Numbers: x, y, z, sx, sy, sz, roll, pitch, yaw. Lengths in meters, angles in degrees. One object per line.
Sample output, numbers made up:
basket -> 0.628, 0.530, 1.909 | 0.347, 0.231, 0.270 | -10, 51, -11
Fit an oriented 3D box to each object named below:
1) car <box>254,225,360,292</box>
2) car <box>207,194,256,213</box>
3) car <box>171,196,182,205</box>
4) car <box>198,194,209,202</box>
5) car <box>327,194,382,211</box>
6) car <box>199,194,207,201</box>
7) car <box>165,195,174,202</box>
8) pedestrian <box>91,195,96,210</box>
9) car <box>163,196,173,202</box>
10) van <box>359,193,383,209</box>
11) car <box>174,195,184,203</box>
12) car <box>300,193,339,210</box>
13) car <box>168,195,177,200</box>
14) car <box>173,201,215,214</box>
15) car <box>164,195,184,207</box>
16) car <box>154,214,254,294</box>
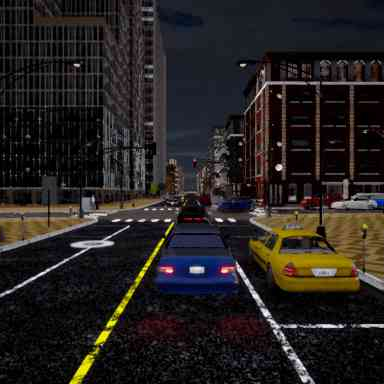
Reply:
car -> 2.565, 1.525, 8.764 | 1.752, 1.417, 4.829 | 0, 0, 0
car -> 4.323, 1.278, 35.040 | 4.553, 1.767, 2.097 | -1, 0, -18
car -> -2.810, 1.529, 60.881 | 1.812, 1.442, 4.674 | 0, 0, 0
car -> 2.573, 1.320, 74.597 | 2.192, 1.841, 5.009 | 0, 0, 0
car -> 17.789, 1.279, 36.530 | 4.674, 1.442, 1.812 | -1, 0, -1
car -> 2.571, 1.318, 63.411 | 2.192, 1.841, 5.009 | 0, 0, 0
car -> -5.307, 1.550, 80.190 | 1.887, 1.381, 4.507 | 0, 0, 0
pedestrian -> -12.343, 1.270, 41.603 | 0.375, 1.860, 0.375 | 0, 1, -1
car -> -5.307, 1.556, 74.597 | 2.008, 1.369, 4.403 | 0, 0, 0
van -> 20.974, 1.050, 39.012 | 3.998, 1.788, 1.690 | -1, 1, -1
car -> -2.741, 1.482, 71.367 | 1.882, 1.535, 5.008 | 0, 0, 0
car -> 15.318, 1.095, 38.953 | 5.009, 1.841, 2.192 | -1, 1, -1
car -> -5.305, 1.558, 91.376 | 2.008, 1.369, 4.403 | 0, 0, 0
car -> 0.086, 1.505, 18.654 | 1.837, 1.490, 4.892 | 0, 0, 0
car -> -2.837, 1.494, 51.254 | 2.128, 1.511, 4.902 | 0, 0, 0
car -> 0.098, 1.547, 8.913 | 2.033, 1.411, 5.357 | 0, 0, 0
